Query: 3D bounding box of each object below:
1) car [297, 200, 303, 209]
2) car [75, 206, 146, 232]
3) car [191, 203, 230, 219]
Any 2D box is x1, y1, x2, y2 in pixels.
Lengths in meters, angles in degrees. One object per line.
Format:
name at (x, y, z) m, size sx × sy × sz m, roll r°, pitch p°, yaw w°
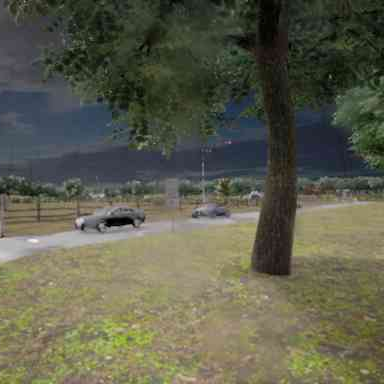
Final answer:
car at (14.257, 1.800, 47.630) m, size 2.033 × 1.411 × 5.357 m, roll -3°, pitch -2°, yaw 36°
car at (-5.063, 1.643, 21.119) m, size 2.128 × 1.511 × 4.902 m, roll -3°, pitch -2°, yaw 36°
car at (1.746, 1.751, 30.509) m, size 1.994 × 1.385 × 4.181 m, roll -3°, pitch -2°, yaw 36°
